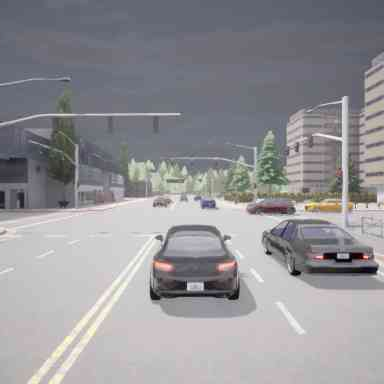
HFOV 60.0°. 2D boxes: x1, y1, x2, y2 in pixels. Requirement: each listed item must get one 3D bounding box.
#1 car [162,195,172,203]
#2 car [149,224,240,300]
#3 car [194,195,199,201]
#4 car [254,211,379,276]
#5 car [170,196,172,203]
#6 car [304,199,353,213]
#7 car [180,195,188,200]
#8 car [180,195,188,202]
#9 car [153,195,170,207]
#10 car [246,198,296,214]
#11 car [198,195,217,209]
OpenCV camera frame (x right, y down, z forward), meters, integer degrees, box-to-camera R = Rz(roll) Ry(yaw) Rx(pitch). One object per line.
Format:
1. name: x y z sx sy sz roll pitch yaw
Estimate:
1. car: -5.217 1.478 70.600 1.882 1.535 5.008 0 0 -1
2. car: 0.037 1.526 8.247 1.812 1.442 4.674 0 0 -1
3. car: 1.528 1.499 80.636 1.837 1.490 4.892 0 0 -1
4. car: 3.534 1.547 10.304 2.033 1.411 5.357 0 0 0
5. car: -5.018 1.564 60.269 1.994 1.385 4.181 0 0 -2
6. car: 14.751 1.478 35.985 5.008 1.535 1.882 0 0 -2
7. car: -2.183 1.467 88.802 1.994 1.385 4.181 0 0 -1
8. car: -1.910 1.533 78.167 2.033 1.411 5.357 0 0 -1
9. car: -4.780 1.564 50.292 1.994 1.385 4.181 0 0 -2
10. car: 7.575 1.351 32.223 4.553 1.767 2.097 0 0 -3
11. car: 2.275 1.477 45.477 1.882 1.535 5.008 -1 0 -2
